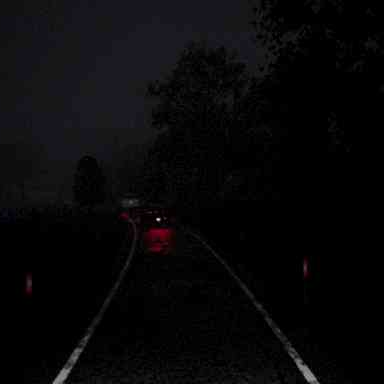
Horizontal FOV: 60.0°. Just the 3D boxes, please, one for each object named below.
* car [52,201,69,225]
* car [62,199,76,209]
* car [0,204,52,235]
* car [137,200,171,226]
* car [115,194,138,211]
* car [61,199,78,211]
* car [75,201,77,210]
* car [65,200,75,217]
[{"bbox_3d":[-11.858,1.791,27.087,2.231,1.521,4.892,0,-1,-11],"label":"car"},{"bbox_3d":[-20.161,1.981,54.430,2.002,1.452,4.674,1,0,-23],"label":"car"},{"bbox_3d":[-10.739,1.758,20.859,2.097,1.535,5.008,0,-1,-9],"label":"car"},{"bbox_3d":[-2.658,1.505,23.541,1.837,1.490,4.892,0,0,-12],"label":"car"},{"bbox_3d":[-7.997,1.259,40.819,2.150,2.045,5.566,-1,0,-21],"label":"car"},{"bbox_3d":[-17.849,1.890,48.738,2.097,1.535,5.008,-2,0,-18],"label":"car"},{"bbox_3d":[-14.692,1.903,38.687,2.002,1.452,4.674,0,0,-15],"label":"car"},{"bbox_3d":[-13.120,1.836,32.655,2.097,1.535,5.008,0,-1,-13],"label":"car"}]
